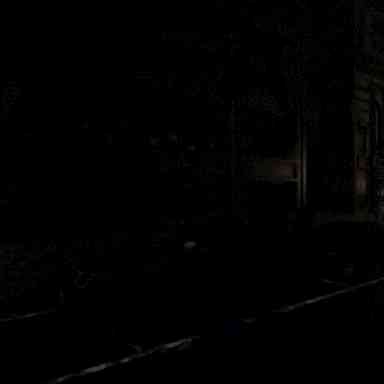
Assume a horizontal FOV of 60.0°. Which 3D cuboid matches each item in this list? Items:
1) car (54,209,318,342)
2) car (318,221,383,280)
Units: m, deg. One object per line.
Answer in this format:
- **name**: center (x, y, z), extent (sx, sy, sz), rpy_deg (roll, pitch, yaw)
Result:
- **car**: center (0.014, 1.316, 6.662), extent (5.009, 1.841, 2.192), rpy_deg (0, 0, -35)
- **car**: center (4.604, 1.569, 9.933), extent (4.313, 1.339, 1.947), rpy_deg (0, 0, -35)
